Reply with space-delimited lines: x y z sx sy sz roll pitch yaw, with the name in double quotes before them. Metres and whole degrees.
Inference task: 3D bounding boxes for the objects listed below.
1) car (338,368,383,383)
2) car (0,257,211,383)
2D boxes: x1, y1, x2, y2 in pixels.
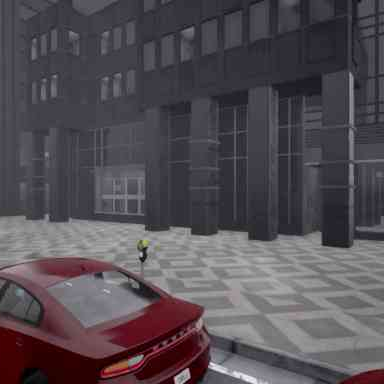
"car" 2.691 1.545 1.048 4.507 1.381 1.887 0 0 35
"car" -1.905 1.545 4.311 4.507 1.381 1.887 0 0 35
